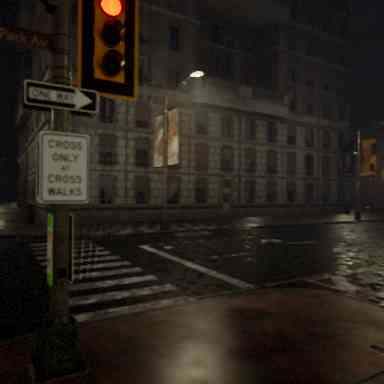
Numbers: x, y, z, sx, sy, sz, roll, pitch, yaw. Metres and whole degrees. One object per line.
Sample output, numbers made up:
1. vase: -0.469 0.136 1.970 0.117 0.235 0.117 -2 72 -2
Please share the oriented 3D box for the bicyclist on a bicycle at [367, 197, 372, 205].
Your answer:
1. bicyclist on a bicycle: 33.611 1.761 62.972 1.656 1.620 0.582 0 0 -31
